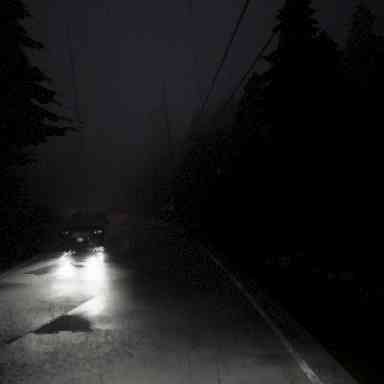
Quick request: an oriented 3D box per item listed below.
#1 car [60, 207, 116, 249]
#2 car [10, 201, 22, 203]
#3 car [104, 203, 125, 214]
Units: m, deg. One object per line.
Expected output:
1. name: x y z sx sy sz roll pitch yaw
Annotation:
1. car: -4.913 1.668 15.738 2.128 1.511 4.902 0 -1 -10
2. car: -28.104 2.117 53.220 4.902 1.511 2.128 0 -1 16
3. car: -9.679 2.045 40.482 1.895 1.301 4.718 0 -1 -27
